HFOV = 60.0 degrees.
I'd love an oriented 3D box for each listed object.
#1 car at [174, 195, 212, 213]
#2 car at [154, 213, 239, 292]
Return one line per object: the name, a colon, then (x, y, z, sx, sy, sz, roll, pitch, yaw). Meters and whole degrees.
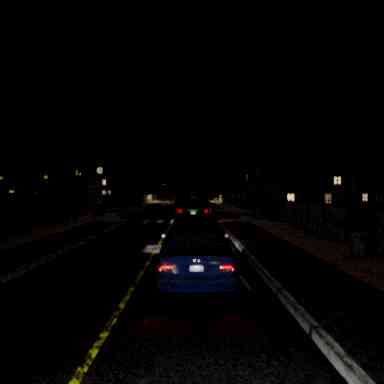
car: (0.063, 1.202, 20.667, 2.150, 2.045, 5.566, 0, 0, 0)
car: (0.084, 1.537, 8.995, 2.033, 1.411, 5.357, 0, 0, 0)
